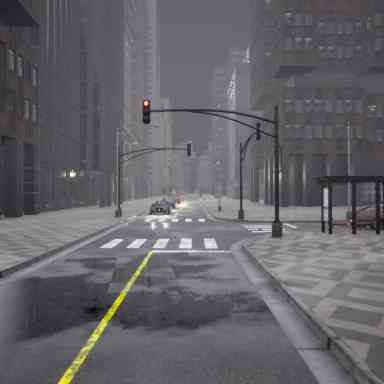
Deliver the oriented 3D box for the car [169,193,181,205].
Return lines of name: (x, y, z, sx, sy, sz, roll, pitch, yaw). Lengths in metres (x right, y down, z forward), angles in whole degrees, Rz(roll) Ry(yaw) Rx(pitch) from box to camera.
car: (-3.191, 1.228, 58.699, 2.150, 2.045, 5.566, 0, 1, 0)

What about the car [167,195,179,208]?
car: (-3.180, 1.488, 44.556, 1.882, 1.535, 5.008, 0, 0, 0)

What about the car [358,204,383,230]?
car: (11.470, 1.430, 19.142, 4.674, 1.442, 1.812, 0, -1, 0)

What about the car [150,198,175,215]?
car: (-3.162, 1.572, 34.144, 1.994, 1.385, 4.181, 0, 0, 0)
